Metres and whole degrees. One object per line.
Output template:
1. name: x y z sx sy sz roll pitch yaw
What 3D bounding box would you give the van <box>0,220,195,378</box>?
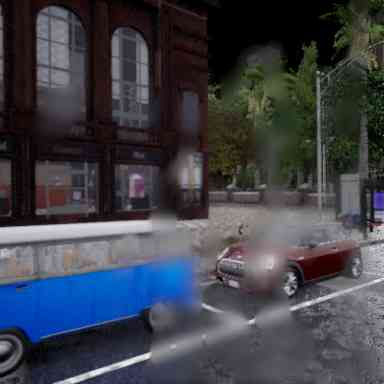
1. van: -1.857 1.405 5.335 3.998 1.788 1.690 0 -1 -36

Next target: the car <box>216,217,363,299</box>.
1. car: 2.539 1.496 8.517 4.097 1.590 1.967 0 -1 -36
